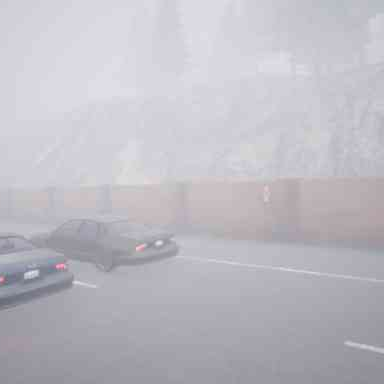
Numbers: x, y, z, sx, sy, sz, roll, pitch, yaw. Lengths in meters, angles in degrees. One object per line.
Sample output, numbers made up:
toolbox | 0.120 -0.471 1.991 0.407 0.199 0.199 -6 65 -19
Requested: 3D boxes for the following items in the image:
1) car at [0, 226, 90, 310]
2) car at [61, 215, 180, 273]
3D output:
car | -4.881 1.528 7.330 5.357 1.411 2.033 -1 1 35
car | -2.922 1.425 10.229 5.357 1.411 2.033 -1 1 35
